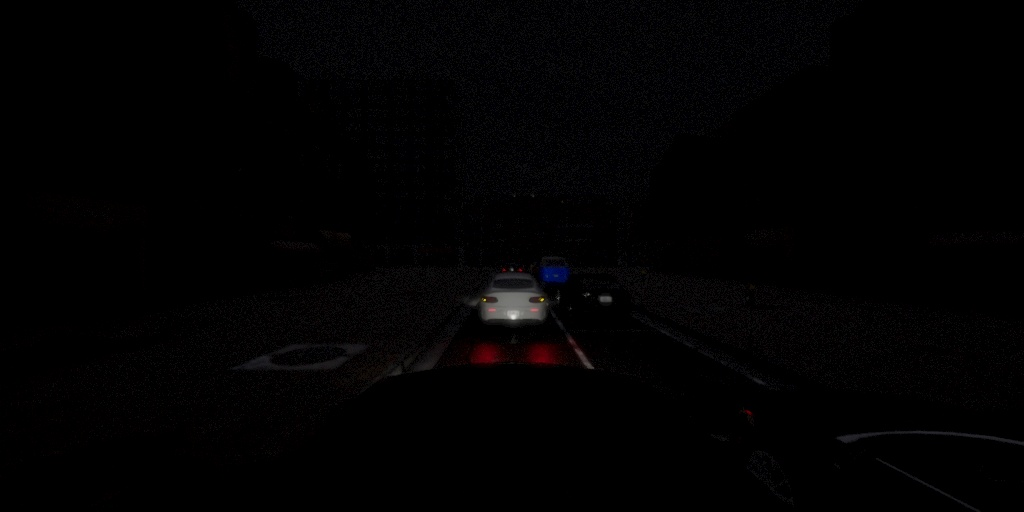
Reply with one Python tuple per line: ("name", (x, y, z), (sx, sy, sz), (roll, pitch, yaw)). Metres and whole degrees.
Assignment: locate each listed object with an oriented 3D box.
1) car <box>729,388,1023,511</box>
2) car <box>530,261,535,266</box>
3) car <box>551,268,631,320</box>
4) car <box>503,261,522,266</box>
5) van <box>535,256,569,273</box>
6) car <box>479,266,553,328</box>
("car", (2.641, 1.304, 1.233), (2.007, 1.370, 4.403), (0, 0, 0))
("car", (2.589, 0.983, 28.419), (1.967, 1.591, 4.097), (0, 0, 0))
("car", (2.620, 1.232, 12.107), (1.948, 1.339, 4.313), (0, 0, 0))
("car", (0.030, 1.085, 29.198), (2.033, 1.411, 5.357), (0, 0, 0))
("van", (2.599, 0.923, 22.982), (1.690, 1.789, 3.998), (0, 0, 0))
("car", (0.047, 1.200, 11.004), (1.812, 1.442, 4.674), (0, 1, 0))
